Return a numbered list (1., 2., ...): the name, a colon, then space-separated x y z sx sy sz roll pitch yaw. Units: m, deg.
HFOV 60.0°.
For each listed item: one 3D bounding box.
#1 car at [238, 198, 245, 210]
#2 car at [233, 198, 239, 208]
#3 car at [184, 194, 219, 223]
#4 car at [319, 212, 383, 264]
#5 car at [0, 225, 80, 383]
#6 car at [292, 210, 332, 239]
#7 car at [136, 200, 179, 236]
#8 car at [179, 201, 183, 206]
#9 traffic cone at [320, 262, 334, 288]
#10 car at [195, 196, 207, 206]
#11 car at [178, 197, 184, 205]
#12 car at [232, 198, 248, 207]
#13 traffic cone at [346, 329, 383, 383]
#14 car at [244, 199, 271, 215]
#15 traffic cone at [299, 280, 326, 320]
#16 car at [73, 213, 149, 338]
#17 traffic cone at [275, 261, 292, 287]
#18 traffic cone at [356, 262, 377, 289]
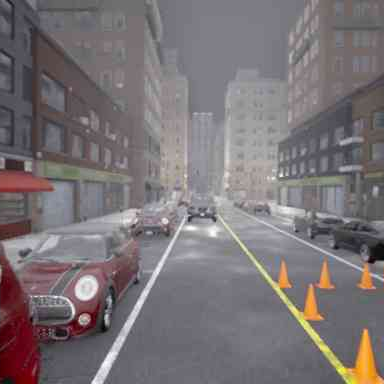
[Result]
1. car: 7.064 1.566 40.028 1.752 1.417 4.829 0 0 1
2. car: 7.184 1.600 45.443 1.947 1.339 4.313 0 0 1
3. car: 0.790 1.205 25.831 2.150 2.045 5.566 1 0 1
4. car: 6.442 1.634 11.936 1.947 1.339 4.313 0 0 1
5. car: -2.336 1.285 0.954 2.192 1.841 5.009 0 0 1
6. car: 6.566 1.615 17.521 2.008 1.369 4.403 0 0 1
7. car: -1.969 1.399 17.707 1.967 1.590 4.097 0 0 1
8. car: -1.847 1.536 23.292 1.802 1.307 4.206 0 0 1
9. traffic cone: 3.217 1.987 8.062 0.340 0.580 0.340 1 0 1
10. car: 1.541 1.425 55.714 1.882 1.535 5.008 1 0 1
11. car: -1.235 1.466 51.213 1.887 1.381 4.507 0 0 1
12. car: 7.307 1.608 51.028 1.802 1.307 4.206 0 0 1
13. traffic cone: 2.130 1.978 4.084 0.340 0.580 0.340 1 0 1
14. car: 6.937 1.599 34.274 2.008 1.369 4.403 0 0 1
15. traffic cone: 2.173 1.976 6.084 0.340 0.580 0.340 1 0 1
16. car: -2.213 1.407 6.538 1.967 1.590 4.097 0 0 1
17. traffic cone: 2.217 1.975 8.083 0.340 0.580 0.340 1 0 1
18. traffic cone: 4.217 2.000 8.039 0.340 0.580 0.340 1 0 1
